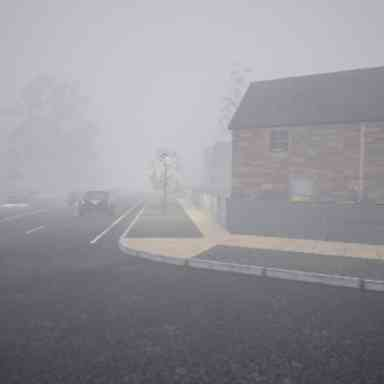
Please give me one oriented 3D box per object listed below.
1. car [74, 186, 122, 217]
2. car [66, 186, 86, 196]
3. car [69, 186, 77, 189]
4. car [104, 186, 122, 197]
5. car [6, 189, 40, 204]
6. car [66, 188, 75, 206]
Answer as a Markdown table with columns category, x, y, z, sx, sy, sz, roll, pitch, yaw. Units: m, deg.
| category | x | y | z | sx | sy | sz | roll | pitch | yaw |
| --- | --- | --- | --- | --- | --- | --- | --- | --- | --- |
| car | -5.980 | 0.626 | 22.114 | 2.097 | 1.767 | 4.553 | 0 | 2 | -5 |
| car | -18.504 | -0.231 | 53.353 | 1.837 | 1.490 | 4.892 | 0 | 2 | -5 |
| car | -14.383 | 0.070 | 42.340 | 1.882 | 1.535 | 5.008 | 0 | 2 | -4 |
| car | -11.491 | -0.102 | 48.751 | 1.882 | 1.535 | 5.008 | 0 | 2 | -5 |
| car | -16.925 | 0.404 | 33.533 | 1.994 | 1.385 | 4.181 | 0 | 2 | -5 |
| car | -9.950 | 0.591 | 30.470 | 1.895 | 1.301 | 4.718 | 0 | 2 | -5 |
